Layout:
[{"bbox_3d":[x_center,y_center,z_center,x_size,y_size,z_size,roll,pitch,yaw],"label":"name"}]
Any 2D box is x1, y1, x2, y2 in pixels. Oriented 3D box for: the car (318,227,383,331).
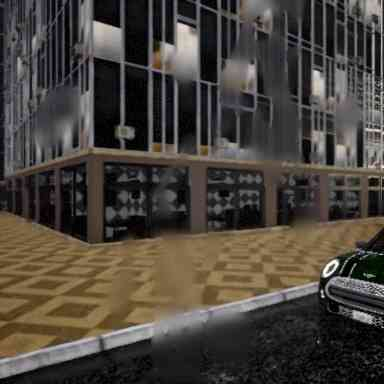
[{"bbox_3d":[4.561,1.436,6.623,4.553,1.767,2.097,1,0,-35],"label":"car"}]
